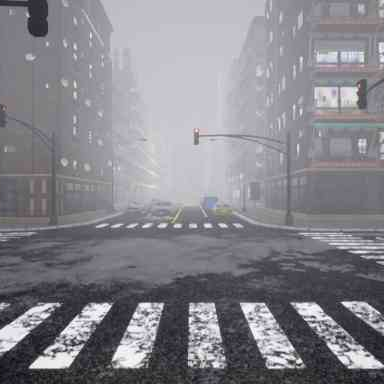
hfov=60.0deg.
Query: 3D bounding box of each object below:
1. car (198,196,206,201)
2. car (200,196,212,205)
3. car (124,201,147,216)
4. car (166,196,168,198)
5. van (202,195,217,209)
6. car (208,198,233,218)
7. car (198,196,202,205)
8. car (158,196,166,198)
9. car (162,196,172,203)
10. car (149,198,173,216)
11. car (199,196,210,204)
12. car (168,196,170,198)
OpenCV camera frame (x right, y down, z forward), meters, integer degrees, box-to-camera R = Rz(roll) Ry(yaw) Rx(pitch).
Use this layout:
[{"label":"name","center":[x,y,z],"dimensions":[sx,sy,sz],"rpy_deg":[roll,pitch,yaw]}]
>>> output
[{"label":"car","center":[2.466,1.627,83.586],"dimensions":[1.887,1.381,4.507],"rpy_deg":[1,0,0]},{"label":"car","center":[2.497,1.486,60.962],"dimensions":[1.967,1.590,4.097],"rpy_deg":[1,0,0]},{"label":"car","center":[-5.478,1.565,32.607],"dimensions":[2.008,1.369,4.403],"rpy_deg":[1,0,0]},{"label":"car","center":[-5.377,1.564,55.069],"dimensions":[1.752,1.417,4.829],"rpy_deg":[1,0,0]},{"label":"van","center":[2.552,1.366,43.996],"dimensions":[1.690,1.788,3.998],"rpy_deg":[1,0,0]},{"label":"car","center":[2.665,1.538,30.162],"dimensions":[1.752,1.417,4.829],"rpy_deg":[1,0,0]},{"label":"car","center":[2.513,1.347,49.649],"dimensions":[2.192,1.841,5.009],"rpy_deg":[1,0,0]},{"label":"car","center":[-5.370,1.614,49.581],"dimensions":[1.802,1.307,4.206],"rpy_deg":[1,0,0]},{"label":"car","center":[-5.399,1.613,72.212],"dimensions":[2.008,1.369,4.403],"rpy_deg":[1,0,0]},{"label":"car","center":[-2.792,1.562,32.597],"dimensions":[2.033,1.411,5.357],"rpy_deg":[0,0,0]},{"label":"car","center":[2.488,1.604,66.618],"dimensions":[2.008,1.369,4.403],"rpy_deg":[1,0,0]},{"label":"car","center":[-5.385,1.627,60.896],"dimensions":[1.802,1.307,4.206],"rpy_deg":[1,0,0]}]
